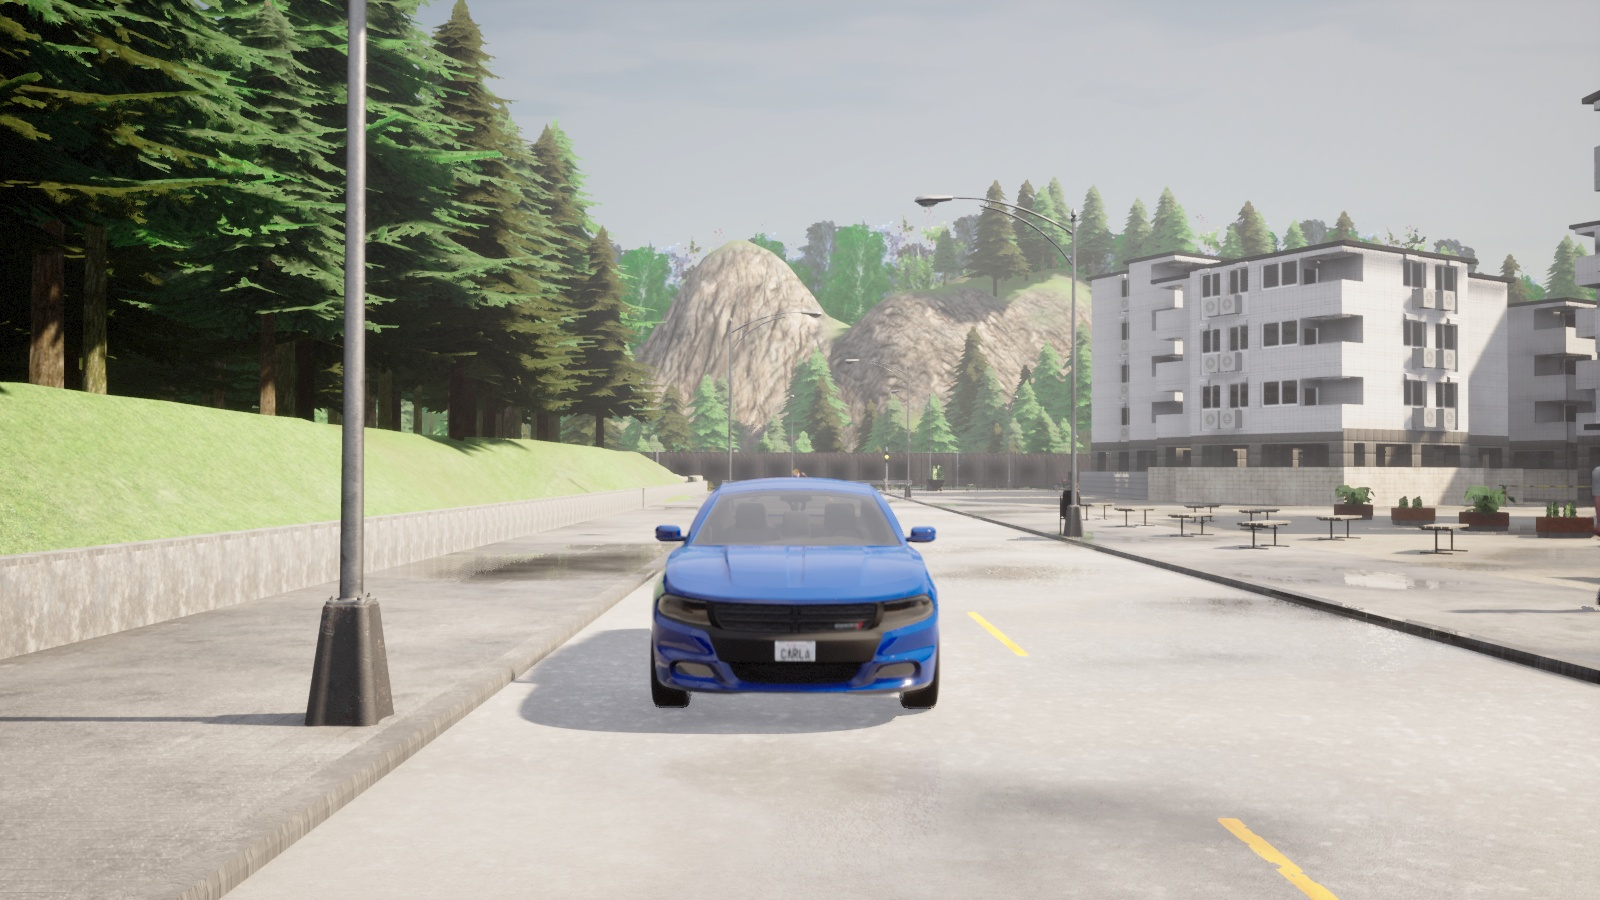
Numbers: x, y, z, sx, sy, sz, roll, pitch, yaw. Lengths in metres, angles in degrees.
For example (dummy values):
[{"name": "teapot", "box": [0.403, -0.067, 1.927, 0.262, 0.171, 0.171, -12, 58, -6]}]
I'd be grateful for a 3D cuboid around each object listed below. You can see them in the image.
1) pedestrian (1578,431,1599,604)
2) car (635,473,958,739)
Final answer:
[{"name": "pedestrian", "box": [8.659, 0.710, 13.259, 0.354, 1.836, 0.706, 0, -1, -11]}, {"name": "car", "box": [-0.027, 0.957, 9.845, 1.882, 1.535, 5.008, 0, -1, 0]}]
